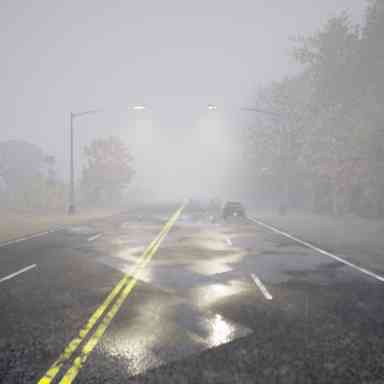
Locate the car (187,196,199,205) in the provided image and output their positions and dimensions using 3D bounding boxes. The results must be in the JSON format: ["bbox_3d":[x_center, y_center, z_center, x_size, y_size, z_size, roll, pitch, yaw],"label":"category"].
[{"bbox_3d":[0.207,1.511,61.142,2.128,1.511,4.902,0,0,0],"label":"car"}]

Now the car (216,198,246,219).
[{"bbox_3d":[3.406,1.492,28.470,1.837,1.490,4.892,-1,0,1],"label":"car"}]

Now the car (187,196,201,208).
[{"bbox_3d":[0.257,1.559,46.900,2.033,1.411,5.357,0,0,0],"label":"car"}]

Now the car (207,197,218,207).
[{"bbox_3d":[3.424,1.494,52.594,2.128,1.511,4.902,-1,0,0],"label":"car"}]
